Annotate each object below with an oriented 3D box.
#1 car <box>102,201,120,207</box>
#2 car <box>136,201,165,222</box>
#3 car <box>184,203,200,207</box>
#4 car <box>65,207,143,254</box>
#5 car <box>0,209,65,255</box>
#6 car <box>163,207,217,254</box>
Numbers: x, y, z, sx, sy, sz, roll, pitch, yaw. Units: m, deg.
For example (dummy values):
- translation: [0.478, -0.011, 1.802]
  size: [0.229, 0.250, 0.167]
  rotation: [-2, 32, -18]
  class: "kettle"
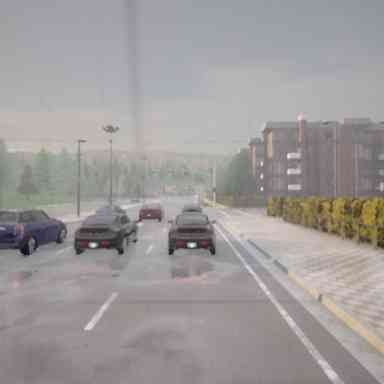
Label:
- translation: [-7.009, 1.814, 28.930]
  size: [2.033, 1.411, 5.357]
  rotation: [0, 0, 0]
  class: "car"
- translation: [-3.511, 1.749, 29.452]
  size: [1.882, 1.535, 5.008]
  rotation: [0, 0, 0]
  class: "car"
- translation: [0.001, 1.778, 29.278]
  size: [1.837, 1.490, 4.892]
  rotation: [0, 0, 0]
  class: "car"
- translation: [-3.495, 1.639, 14.211]
  size: [1.837, 1.490, 4.892]
  rotation: [0, 0, 0]
  class: "car"
- translation: [-6.997, 1.479, 13.989]
  size: [2.097, 1.767, 4.553]
  rotation: [0, -1, 0]
  class: "car"
- translation: [0.005, 1.639, 14.207]
  size: [1.837, 1.490, 4.892]
  rotation: [0, 0, 0]
  class: "car"
